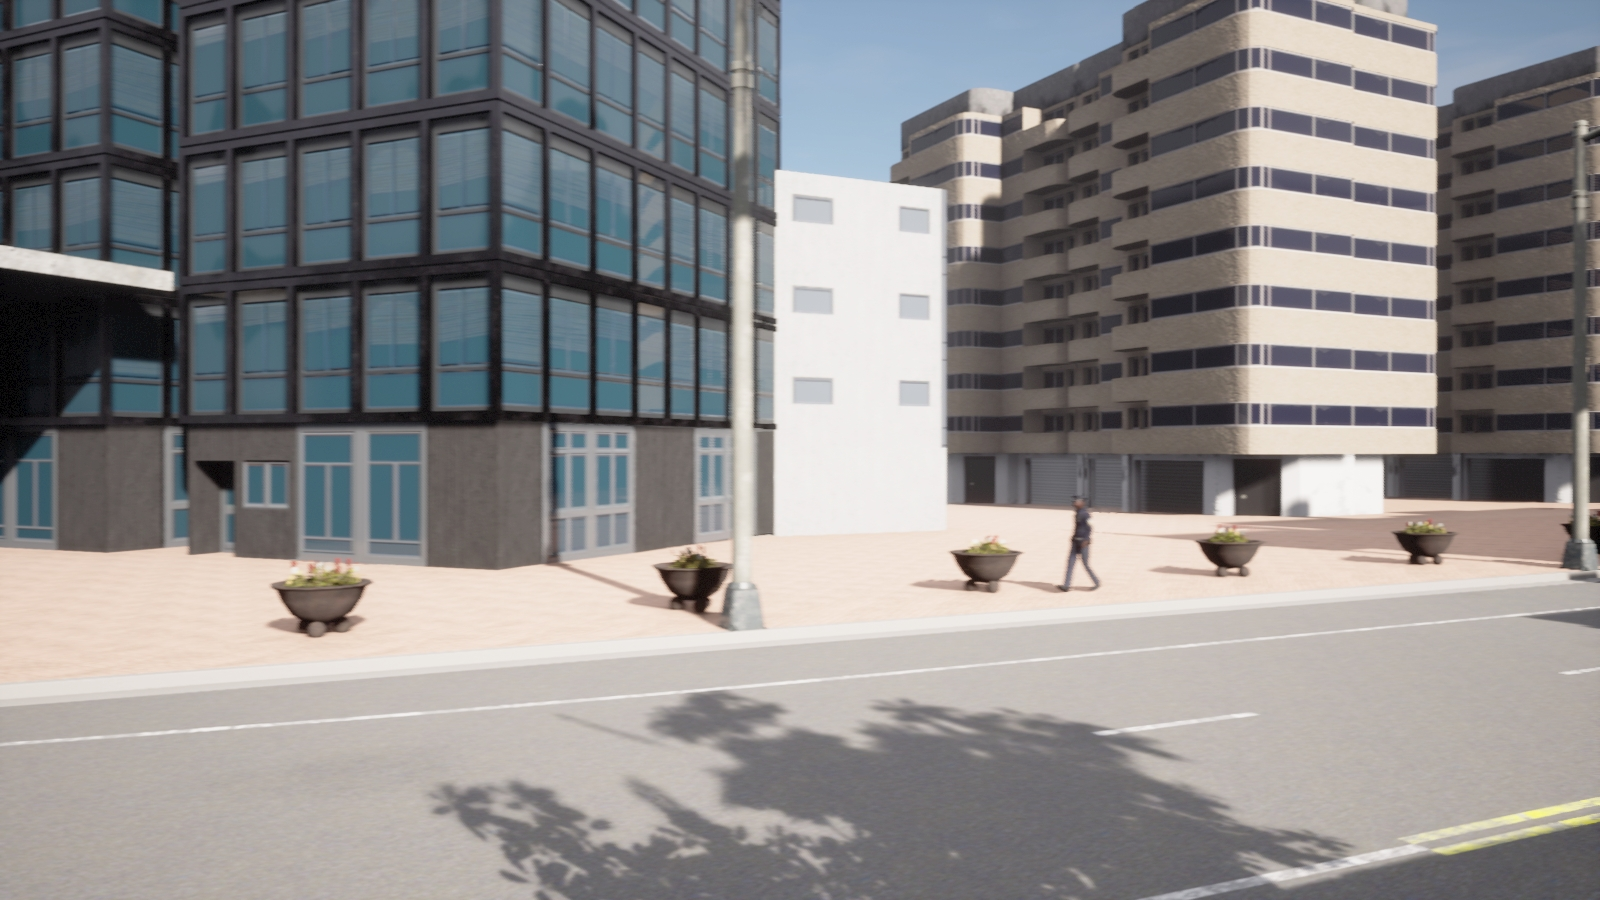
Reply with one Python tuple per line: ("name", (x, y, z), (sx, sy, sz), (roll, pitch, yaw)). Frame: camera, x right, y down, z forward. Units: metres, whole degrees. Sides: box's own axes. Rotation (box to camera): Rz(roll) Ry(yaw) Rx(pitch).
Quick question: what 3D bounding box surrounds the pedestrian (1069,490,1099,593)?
("pedestrian", (5.251, 1.687, 21.116), (0.375, 1.860, 0.375), (0, 0, -25))
